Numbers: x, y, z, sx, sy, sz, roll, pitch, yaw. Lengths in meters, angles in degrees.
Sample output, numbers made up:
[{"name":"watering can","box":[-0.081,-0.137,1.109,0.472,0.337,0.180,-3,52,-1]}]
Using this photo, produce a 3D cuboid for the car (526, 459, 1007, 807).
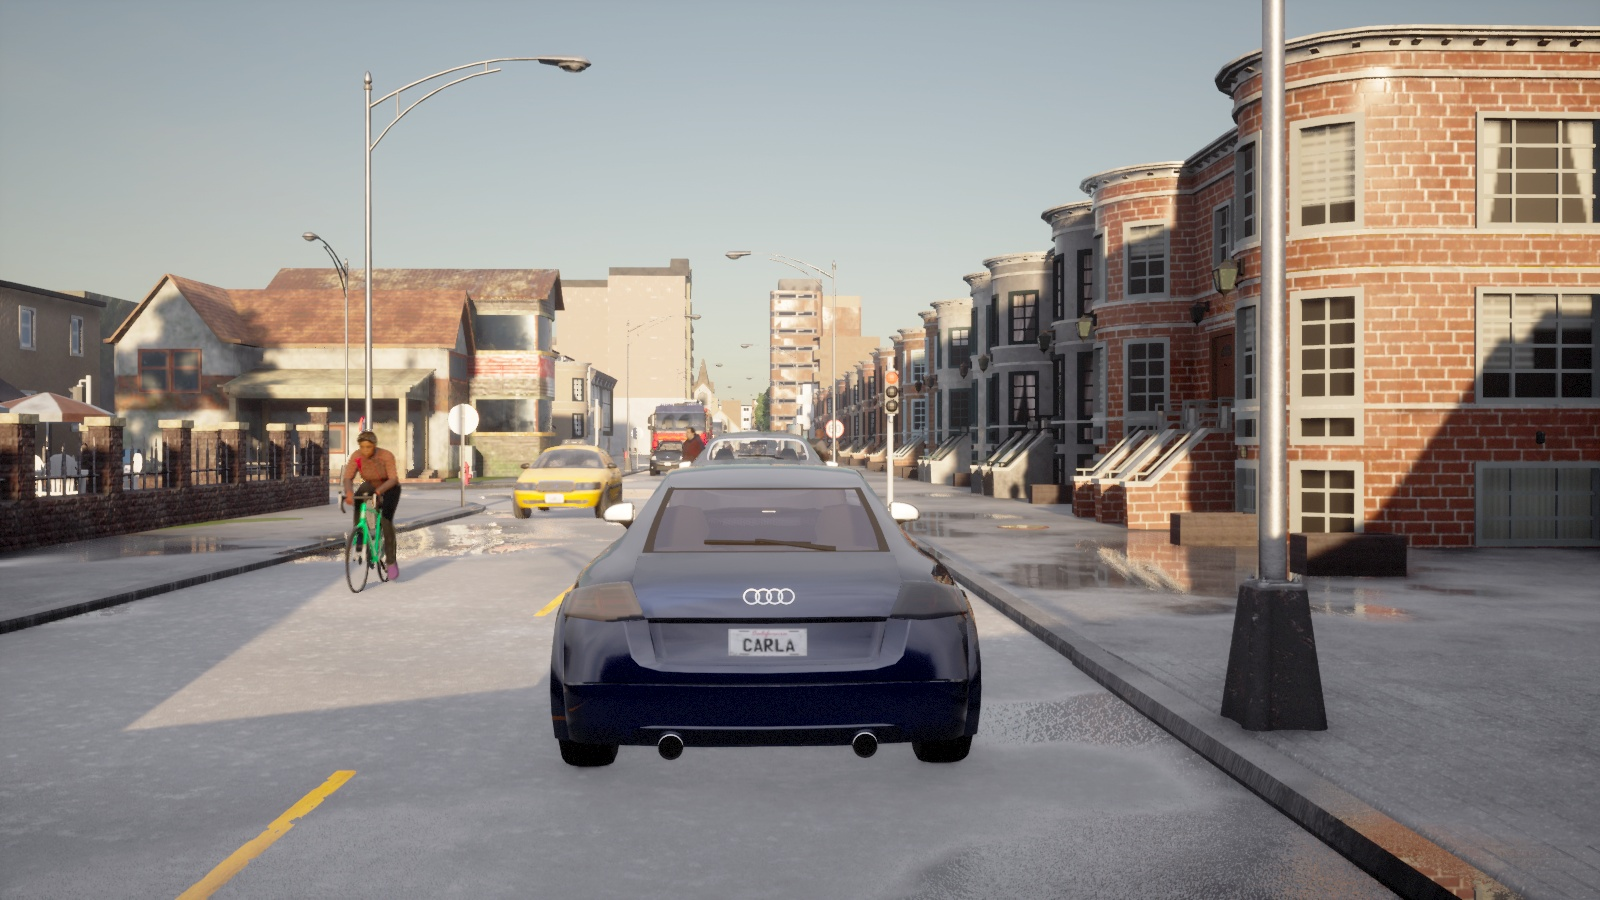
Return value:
[{"name":"car","box":[-0.217,0.769,7.301,1.994,1.385,4.181,0,0,-2]}]

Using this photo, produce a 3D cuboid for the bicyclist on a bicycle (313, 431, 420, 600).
[{"name":"bicyclist on a bicycle","box":[-4.420,0.623,12.909,0.582,1.620,1.656,0,1,-2]}]

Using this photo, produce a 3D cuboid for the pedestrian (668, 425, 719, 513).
[{"name":"pedestrian","box":[-2.267,0.387,26.740,0.899,1.844,0.634,0,0,-35]}]

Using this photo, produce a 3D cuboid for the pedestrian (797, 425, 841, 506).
[{"name":"pedestrian","box":[0.444,0.355,29.530,0.849,1.883,0.563,0,0,-29]}]

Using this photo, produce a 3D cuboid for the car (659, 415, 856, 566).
[{"name":"car","box":[-0.538,0.433,16.299,2.152,1.651,5.027,0,0,-2]}]

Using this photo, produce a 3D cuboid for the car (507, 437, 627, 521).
[{"name":"car","box":[-4.757,0.533,26.352,1.801,1.575,5.366,0,0,-3]}]

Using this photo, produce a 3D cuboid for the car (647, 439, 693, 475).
[{"name":"car","box":[-5.971,0.312,58.107,1.851,1.617,3.988,0,0,-2]}]

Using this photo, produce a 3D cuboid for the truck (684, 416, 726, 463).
[{"name":"truck","box":[-7.312,-0.793,97.741,2.891,3.462,7.936,0,0,-2]}]

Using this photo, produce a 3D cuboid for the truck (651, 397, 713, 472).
[{"name":"truck","box":[-6.322,-0.810,68.437,2.891,3.827,8.468,0,0,-2]}]
